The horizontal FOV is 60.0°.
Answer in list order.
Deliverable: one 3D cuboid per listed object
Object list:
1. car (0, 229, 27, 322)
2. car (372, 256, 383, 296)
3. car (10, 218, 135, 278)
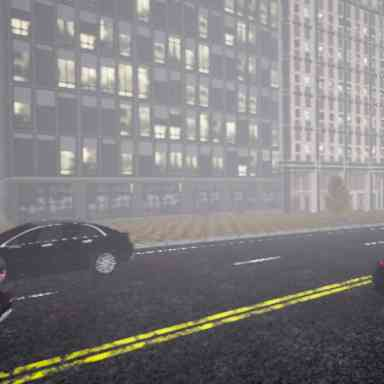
[{"bbox_3d":[-4.946,1.475,4.071,4.902,1.511,2.128,0,0,-36],"label":"car"},{"bbox_3d":[5.850,1.579,7.284,4.181,1.385,1.994,0,0,-33],"label":"car"},{"bbox_3d":[-3.944,1.488,8.763,4.892,1.490,1.837,0,0,-35],"label":"car"}]
